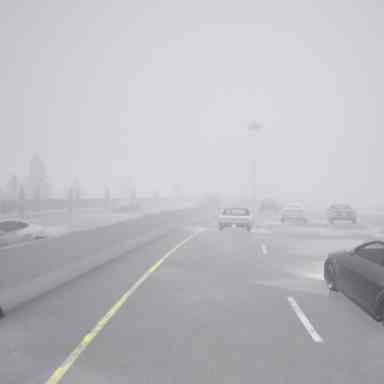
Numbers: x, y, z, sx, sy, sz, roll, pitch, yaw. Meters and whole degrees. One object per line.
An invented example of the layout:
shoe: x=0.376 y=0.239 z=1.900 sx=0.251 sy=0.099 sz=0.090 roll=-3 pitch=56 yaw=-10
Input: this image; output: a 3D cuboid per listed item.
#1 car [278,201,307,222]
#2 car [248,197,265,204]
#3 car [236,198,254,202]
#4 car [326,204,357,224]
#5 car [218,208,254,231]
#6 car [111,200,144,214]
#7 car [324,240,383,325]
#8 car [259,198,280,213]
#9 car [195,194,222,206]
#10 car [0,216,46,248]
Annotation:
car: x=8.175 y=1.589 z=26.667 sx=1.812 sy=1.442 sz=4.674 roll=0 pitch=0 yaw=18
car: x=14.073 y=1.826 z=72.124 sx=1.895 sy=1.301 sz=4.718 roll=0 pitch=0 yaw=36
car: x=8.272 y=1.660 z=51.644 sx=2.128 sy=1.511 sz=4.902 roll=0 pitch=0 yaw=33
car: x=11.532 y=1.616 z=25.856 sx=2.033 sy=1.411 sz=5.357 roll=0 pitch=0 yaw=19
car: x=2.909 y=1.636 z=21.094 sx=1.895 sy=1.301 sz=4.718 roll=0 pitch=0 yaw=14
car: x=-6.999 y=1.584 z=36.621 sx=1.812 sy=1.442 sz=4.674 roll=0 pitch=0 yaw=21
car: x=4.035 y=1.583 z=6.301 sx=1.994 sy=1.385 sz=4.181 roll=0 pitch=0 yaw=5
car: x=9.344 y=1.460 z=38.732 sx=2.097 sy=1.767 sz=4.553 roll=0 pitch=0 yaw=25
car: x=2.508 y=1.362 z=48.859 sx=2.150 sy=2.045 sz=5.566 roll=0 pitch=0 yaw=29
car: x=-6.298 y=1.510 z=10.144 sx=1.812 sy=1.442 sz=4.674 roll=0 pitch=0 yaw=7
